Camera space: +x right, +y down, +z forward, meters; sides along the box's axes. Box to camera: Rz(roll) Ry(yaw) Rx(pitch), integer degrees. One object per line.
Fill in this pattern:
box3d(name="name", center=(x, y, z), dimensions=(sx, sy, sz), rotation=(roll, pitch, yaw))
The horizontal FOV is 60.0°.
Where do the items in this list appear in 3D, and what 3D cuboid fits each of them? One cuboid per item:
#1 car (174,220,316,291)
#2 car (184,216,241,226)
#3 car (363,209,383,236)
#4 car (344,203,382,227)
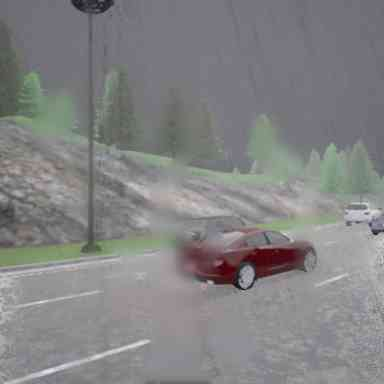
box3d(name="car", center=(1.862, 1.788, 10.103), dimensions=(5.008, 1.535, 1.882), rotation=(0, -2, -40))
box3d(name="car", center=(1.435, 1.809, 14.474), dimensions=(4.553, 1.767, 2.097), rotation=(1, -3, -43))
box3d(name="car", center=(13.218, 2.074, 21.753), dimensions=(2.033, 1.411, 5.357), rotation=(-2, -2, 41))
box3d(name="car", center=(15.265, 1.969, 29.459), dimensions=(2.150, 2.045, 5.566), rotation=(-2, -2, 41))
